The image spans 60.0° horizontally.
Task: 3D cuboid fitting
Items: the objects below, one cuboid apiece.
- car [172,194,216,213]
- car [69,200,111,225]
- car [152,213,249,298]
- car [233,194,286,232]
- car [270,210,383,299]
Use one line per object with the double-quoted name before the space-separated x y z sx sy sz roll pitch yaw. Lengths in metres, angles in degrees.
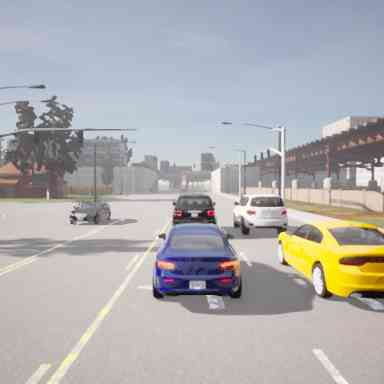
"car" 0.113 1.128 17.821 2.150 2.045 5.566 0 0 0
"car" -6.990 1.366 23.224 2.128 1.511 4.902 0 1 0
"car" 0.106 1.500 8.306 1.812 1.442 4.674 0 0 0
"car" 3.611 1.128 18.316 2.150 2.045 5.566 0 0 0
"car" 3.606 1.451 8.482 1.882 1.535 5.008 0 0 0
